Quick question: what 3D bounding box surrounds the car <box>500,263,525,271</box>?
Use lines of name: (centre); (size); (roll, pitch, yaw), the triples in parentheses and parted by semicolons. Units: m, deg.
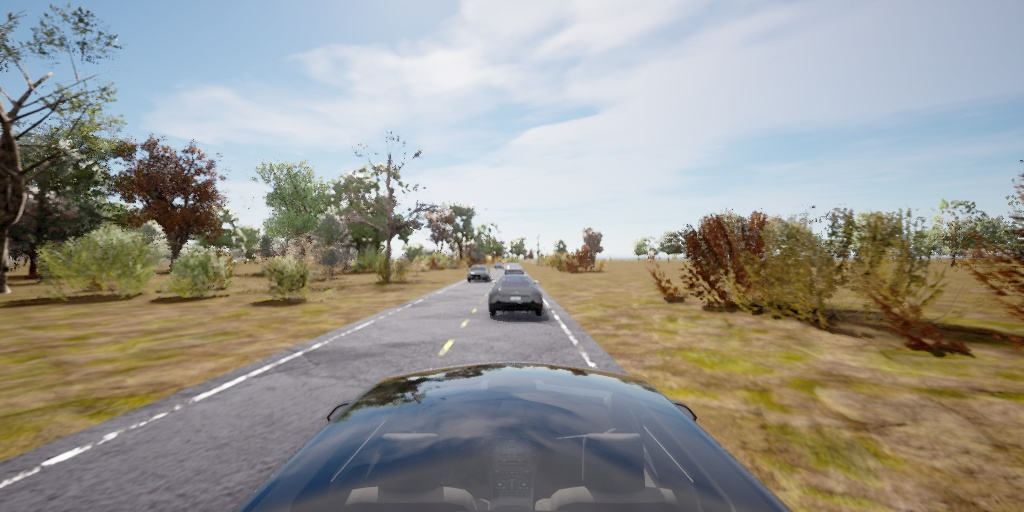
car: (0.215, 1.586, 33.381); (2.128, 1.511, 4.902); (0, -1, 0)

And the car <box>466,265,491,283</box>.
car: (-2.981, 1.593, 32.769); (1.837, 1.490, 4.892); (0, -1, 0)

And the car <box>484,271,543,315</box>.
car: (0.138, 1.451, 14.359); (1.994, 1.385, 4.181); (0, -1, 0)
